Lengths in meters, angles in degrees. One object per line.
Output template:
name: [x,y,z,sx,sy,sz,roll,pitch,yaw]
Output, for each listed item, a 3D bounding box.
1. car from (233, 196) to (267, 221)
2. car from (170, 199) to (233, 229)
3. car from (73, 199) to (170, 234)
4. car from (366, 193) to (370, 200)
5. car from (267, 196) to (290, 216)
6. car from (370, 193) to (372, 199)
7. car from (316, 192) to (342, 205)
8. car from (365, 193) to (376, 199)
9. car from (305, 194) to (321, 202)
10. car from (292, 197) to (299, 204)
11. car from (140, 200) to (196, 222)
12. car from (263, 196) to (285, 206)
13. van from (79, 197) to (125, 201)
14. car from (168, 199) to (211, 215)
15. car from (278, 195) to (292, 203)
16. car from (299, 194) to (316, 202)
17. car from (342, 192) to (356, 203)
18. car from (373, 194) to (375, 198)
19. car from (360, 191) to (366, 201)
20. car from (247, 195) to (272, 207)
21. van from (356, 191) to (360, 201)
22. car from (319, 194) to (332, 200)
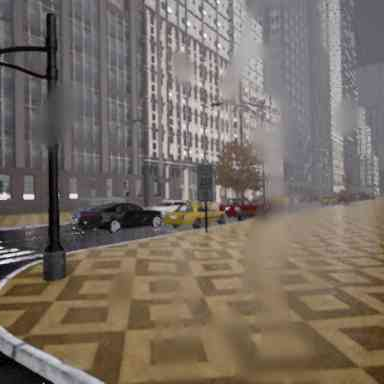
car: [3.414,1.162,23.806,1.967,1.590,4.097,-1,0,35]
car: [0.335,1.275,19.353,1.752,1.417,4.829,-1,0,35]
car: [-3.710,1.308,18.122,1.882,1.535,5.008,-2,-1,36]
car: [35.268,0.788,69.675,2.192,1.841,5.009,-1,-1,35]
car: [6.594,1.276,28.398,1.802,1.307,4.206,-1,0,35]
car: [38.487,1.016,74.239,1.947,1.339,4.313,-1,-1,35]
car: [19.409,1.115,46.900,1.752,1.417,4.829,-1,-1,35]
car: [44.842,0.959,83.424,2.008,1.369,4.403,-1,-1,35]
car: [25.405,1.237,69.688,1.887,1.381,4.507,-1,-1,35]
car: [15.856,1.313,55.887,2.008,1.369,4.403,-1,-1,35]
car: [-1.759,1.386,25.850,1.812,1.442,4.674,-2,-1,35]
car: [12.673,1.331,51.286,1.887,1.381,4.507,-1,-1,35]
van: [-6.427,1.288,23.687,1.690,1.788,3.998,-1,0,35]
car: [-0.155,1.416,32.746,1.752,1.417,4.829,-1,0,35]
car: [11.325,1.226,44.652,1.882,1.535,5.008,-2,-1,35]
car: [22.220,1.155,65.088,1.967,1.590,4.097,-1,-1,35]
car: [25.672,0.982,55.942,1.967,1.590,4.097,-1,-1,35]
car: [41.761,0.954,78.972,1.752,1.417,4.829,-1,-1,35]
car: [32.070,0.935,65.097,1.967,1.590,4.097,-1,-1,35]
car: [9.489,1.251,46.687,1.967,1.590,4.097,-1,-1,35]
van: [28.875,0.860,60.516,1.690,1.788,3.998,-1,-1,35]
car: [31.771,1.193,78.888,1.887,1.381,4.507,-1,-1,35]
